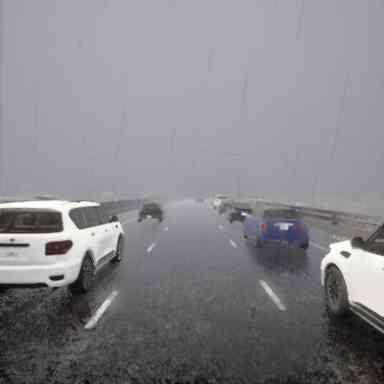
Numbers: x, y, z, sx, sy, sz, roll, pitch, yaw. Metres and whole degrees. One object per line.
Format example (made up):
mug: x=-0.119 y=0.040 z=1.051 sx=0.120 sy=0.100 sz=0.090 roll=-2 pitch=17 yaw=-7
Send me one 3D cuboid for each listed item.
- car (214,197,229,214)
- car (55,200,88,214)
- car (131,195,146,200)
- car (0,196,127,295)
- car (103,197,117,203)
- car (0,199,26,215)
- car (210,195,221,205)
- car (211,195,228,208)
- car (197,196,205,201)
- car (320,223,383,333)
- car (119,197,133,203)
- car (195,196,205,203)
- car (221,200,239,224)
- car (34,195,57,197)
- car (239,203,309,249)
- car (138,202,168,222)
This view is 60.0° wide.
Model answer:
car: x=3.924 y=1.645 z=36.891 sx=2.163 sy=1.488 sz=4.792 roll=0 pitch=0 yaw=1
car: x=-13.634 y=1.648 z=38.032 sx=1.837 sy=1.490 sz=4.892 roll=0 pitch=0 yaw=2
car: x=-12.168 y=1.501 z=78.464 sx=2.150 sy=2.045 sz=5.566 roll=0 pitch=0 yaw=3
car: x=-3.364 y=1.247 z=8.922 sx=2.150 sy=2.045 sz=5.566 roll=0 pitch=0 yaw=0
car: x=-19.193 y=1.802 z=78.057 sx=1.812 sy=1.442 sz=4.674 roll=0 pitch=0 yaw=2
car: x=-20.662 y=1.627 z=36.748 sx=2.128 sy=1.511 sz=4.902 roll=0 pitch=0 yaw=1
car: x=4.963 y=1.558 z=69.644 sx=2.150 sy=2.045 sz=5.566 roll=0 pitch=0 yaw=2
car: x=4.201 y=1.417 z=47.812 sx=2.150 sy=2.045 sz=5.566 roll=0 pitch=0 yaw=2
car: x=2.625 y=1.928 z=94.256 sx=1.994 sy=1.385 sz=4.181 roll=0 pitch=0 yaw=3
car: x=3.617 y=1.236 z=4.258 sx=2.150 sy=2.045 sz=5.566 roll=0 pitch=0 yaw=0
car: x=-15.644 y=1.819 z=79.070 sx=2.033 sy=1.411 sz=5.357 roll=0 pitch=0 yaw=3
car: x=1.844 y=1.832 z=78.882 sx=1.994 sy=1.385 sz=4.181 roll=0 pitch=0 yaw=3
car: x=3.715 y=1.597 z=25.970 sx=2.163 sy=1.488 sz=4.792 roll=0 pitch=0 yaw=1
car: x=-17.128 y=1.366 z=38.325 sx=2.150 sy=2.045 sz=5.566 roll=0 pitch=0 yaw=2
car: x=3.576 y=1.401 z=14.989 sx=2.097 sy=1.767 sz=4.553 roll=0 pitch=0 yaw=1
car: x=-3.156 y=1.602 z=27.183 sx=1.837 sy=1.490 sz=4.892 roll=0 pitch=0 yaw=1
